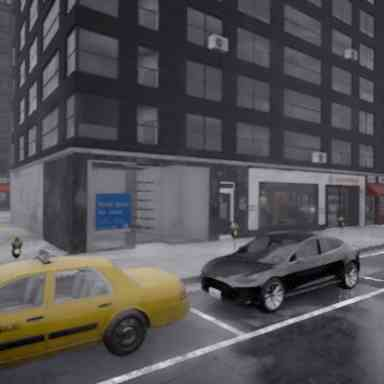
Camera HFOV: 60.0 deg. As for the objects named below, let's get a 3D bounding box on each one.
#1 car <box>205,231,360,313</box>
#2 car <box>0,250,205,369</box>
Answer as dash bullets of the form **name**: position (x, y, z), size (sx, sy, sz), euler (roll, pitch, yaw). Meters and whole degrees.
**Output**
- **car**: position (2.231, 1.626, 7.782), size (4.313, 1.339, 1.947), euler (1, 0, -36)
- **car**: position (-2.309, 1.532, 4.540), size (4.829, 1.417, 1.752), euler (1, 0, -36)
